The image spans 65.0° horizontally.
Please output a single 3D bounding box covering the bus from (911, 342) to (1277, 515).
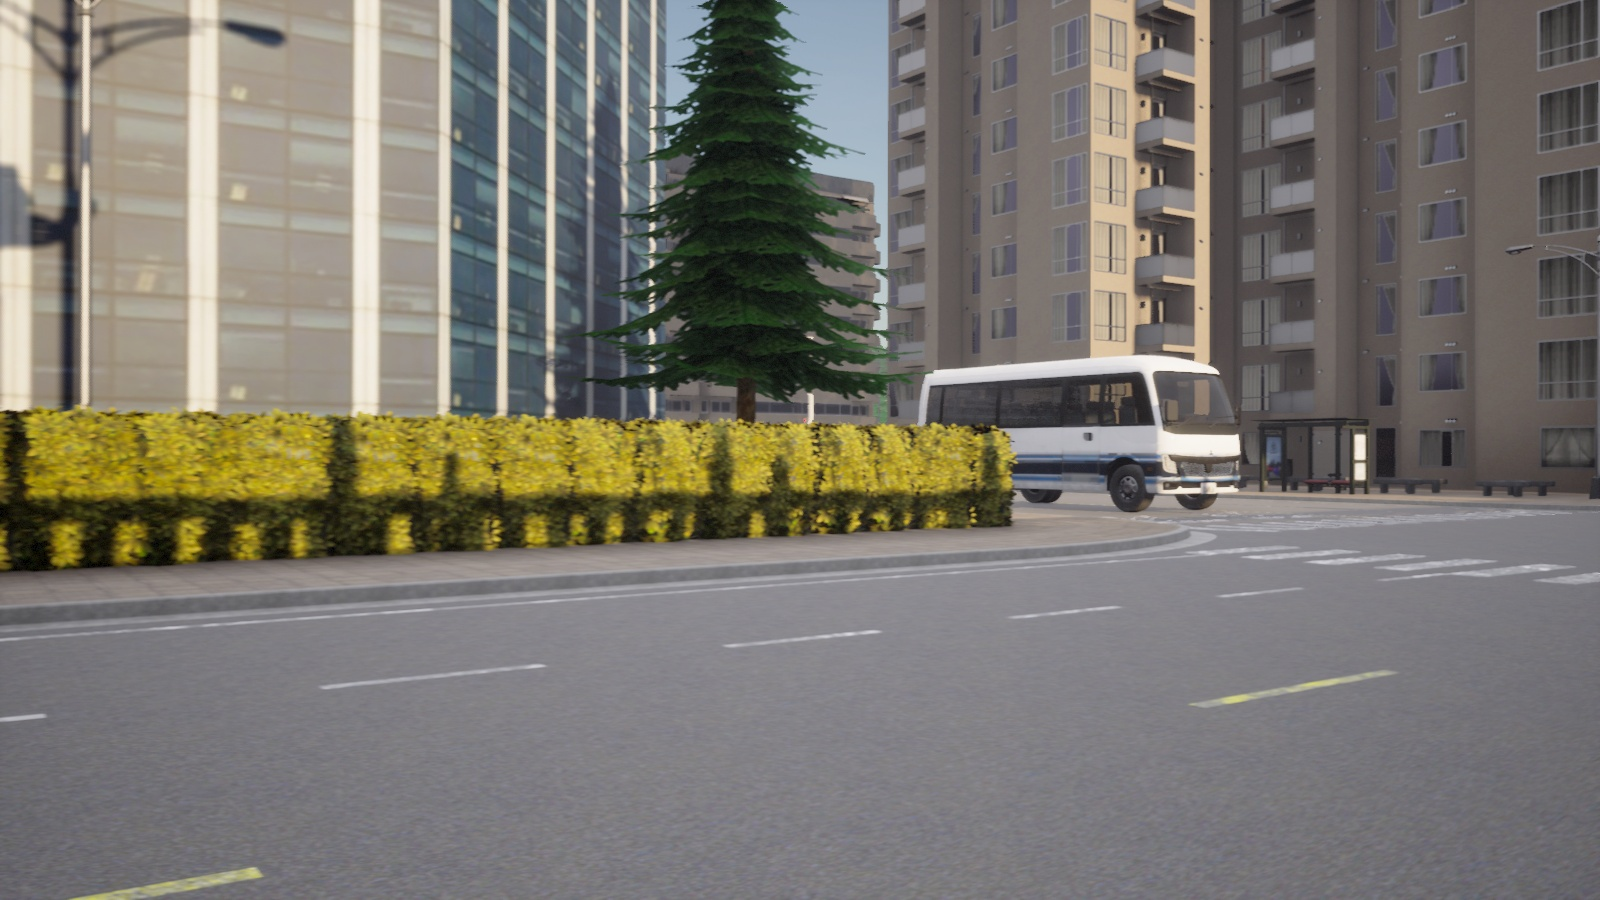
[{"bbox_3d":[8.024,-0.504,36.179,3.944,4.253,10.273,0,0,-35],"label":"bus"}]
